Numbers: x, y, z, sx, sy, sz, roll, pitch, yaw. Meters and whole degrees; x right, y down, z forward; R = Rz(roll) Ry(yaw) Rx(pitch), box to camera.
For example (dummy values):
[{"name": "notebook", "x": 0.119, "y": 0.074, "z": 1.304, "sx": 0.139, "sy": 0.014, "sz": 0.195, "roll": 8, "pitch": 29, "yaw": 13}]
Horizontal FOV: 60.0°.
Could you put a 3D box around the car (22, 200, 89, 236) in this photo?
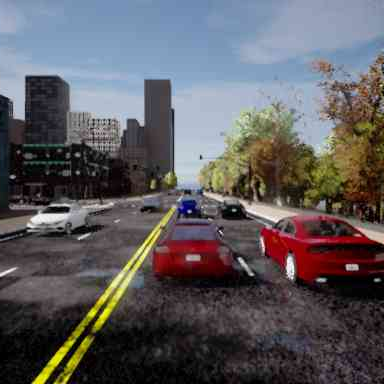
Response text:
[{"name": "car", "x": -6.789, "y": 1.336, "z": 17.368, "sx": 1.812, "sy": 1.442, "sz": 4.674, "roll": 0, "pitch": 0, "yaw": -1}]

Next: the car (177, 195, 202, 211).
[{"name": "car", "x": -0.207, "y": 1.231, "z": 26.595, "sx": 1.812, "sy": 1.442, "sz": 4.674, "roll": 0, "pitch": 1, "yaw": -1}]

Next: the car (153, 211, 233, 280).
[{"name": "car", "x": 0.002, "y": 1.456, "z": 9.620, "sx": 1.994, "sy": 1.385, "sz": 4.181, "roll": 0, "pitch": 1, "yaw": -1}]

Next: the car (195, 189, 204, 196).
[{"name": "car", "x": 2.075, "y": 0.052, "z": 93.423, "sx": 2.150, "sy": 2.045, "sz": 5.566, "roll": 0, "pitch": 1, "yaw": -1}]

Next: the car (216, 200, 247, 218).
[{"name": "car", "x": 3.048, "y": 1.272, "z": 26.184, "sx": 1.994, "sy": 1.385, "sz": 4.181, "roll": 0, "pitch": 1, "yaw": -1}]

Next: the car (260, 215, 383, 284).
[{"name": "car", "x": 3.246, "y": 1.372, "z": 9.280, "sx": 1.882, "sy": 1.535, "sz": 5.008, "roll": 0, "pitch": 0, "yaw": -1}]

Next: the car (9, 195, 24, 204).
[{"name": "car", "x": -28.963, "y": 1.222, "z": 54.824, "sx": 4.403, "sy": 1.369, "sz": 2.008, "roll": -1, "pitch": 2, "yaw": -1}]

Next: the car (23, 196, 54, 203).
[{"name": "car", "x": -20.521, "y": 1.314, "z": 46.422, "sx": 4.313, "sy": 1.339, "sz": 1.947, "roll": -1, "pitch": 2, "yaw": -1}]

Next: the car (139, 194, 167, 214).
[{"name": "car", "x": -3.683, "y": 1.203, "z": 31.309, "sx": 2.033, "sy": 1.411, "sz": 5.357, "roll": 0, "pitch": 1, "yaw": 0}]

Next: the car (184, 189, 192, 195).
[{"name": "car", "x": -1.175, "y": 0.054, "z": 93.381, "sx": 2.150, "sy": 2.045, "sz": 5.566, "roll": 0, "pitch": 1, "yaw": -1}]
